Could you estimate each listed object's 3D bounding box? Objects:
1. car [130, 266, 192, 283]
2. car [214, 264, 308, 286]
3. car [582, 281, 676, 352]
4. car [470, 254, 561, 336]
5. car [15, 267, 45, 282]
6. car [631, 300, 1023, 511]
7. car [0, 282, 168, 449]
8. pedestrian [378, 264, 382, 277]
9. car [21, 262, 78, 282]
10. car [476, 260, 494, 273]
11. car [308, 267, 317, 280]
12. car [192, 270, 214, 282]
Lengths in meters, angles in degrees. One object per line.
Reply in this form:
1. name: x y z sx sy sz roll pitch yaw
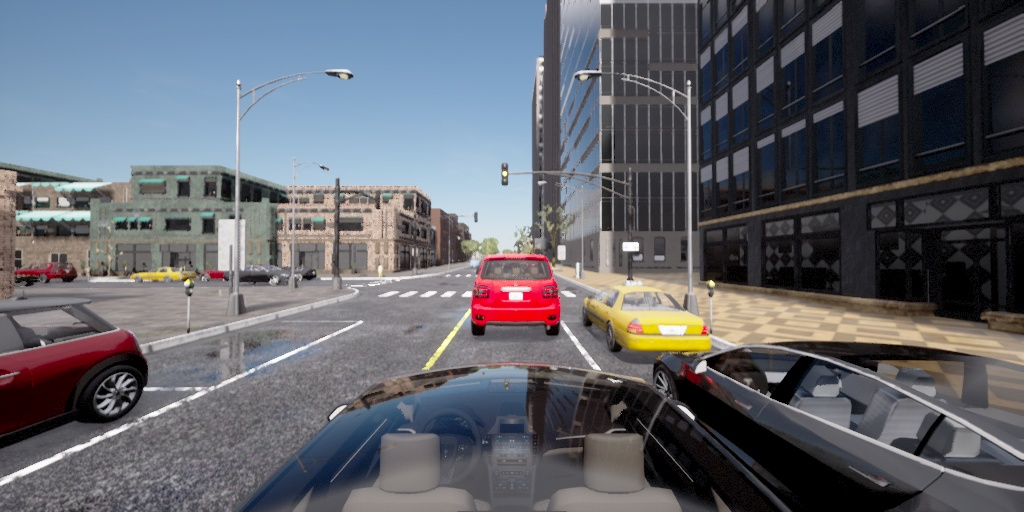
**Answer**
1. car: -30.738 1.593 31.607 4.829 1.417 1.751 0 0 1
2. car: -17.884 1.352 25.703 4.902 1.511 2.128 0 -1 2
3. car: 2.814 1.270 8.629 1.751 1.417 4.829 0 0 0
4. car: 0.082 0.965 10.503 2.150 2.045 5.566 0 0 0
5. car: -37.475 1.649 25.902 4.718 1.301 1.895 -1 -1 1
6. car: 2.656 1.315 2.816 1.948 1.339 4.313 0 0 0
7. car: -5.692 1.189 2.853 1.967 1.591 4.097 0 0 0
8. pedestrian: -12.611 1.361 34.365 0.375 1.300 0.375 0 0 1
9. car: -41.664 1.488 31.724 5.009 1.841 2.192 0 0 1
10. car: -3.176 1.220 43.557 1.837 1.490 4.892 0 0 0
11. car: -19.473 1.528 31.486 4.313 1.339 1.948 0 0 1
12. car: -25.020 1.454 31.546 4.097 1.591 1.967 0 0 1
